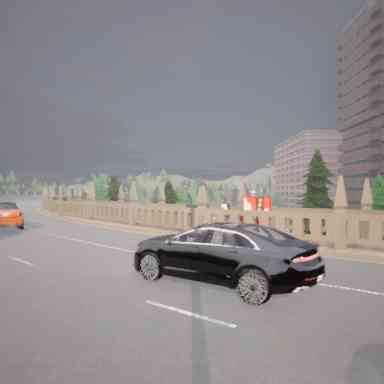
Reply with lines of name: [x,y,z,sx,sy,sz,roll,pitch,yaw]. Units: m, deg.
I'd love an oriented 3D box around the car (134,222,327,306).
car: [0.657,1.491,8.103,4.902,1.511,2.128,0,0,38]

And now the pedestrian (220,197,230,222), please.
pedestrian: [1.537,1.141,15.500,0.375,1.860,0.375,0,0,41]

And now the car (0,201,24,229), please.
car: [-11.973,1.351,20.515,2.097,1.767,4.553,0,0,-40]

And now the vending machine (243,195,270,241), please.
vending machine: [3.112,1.195,16.008,0.880,2.100,1.100,0,0,41]
